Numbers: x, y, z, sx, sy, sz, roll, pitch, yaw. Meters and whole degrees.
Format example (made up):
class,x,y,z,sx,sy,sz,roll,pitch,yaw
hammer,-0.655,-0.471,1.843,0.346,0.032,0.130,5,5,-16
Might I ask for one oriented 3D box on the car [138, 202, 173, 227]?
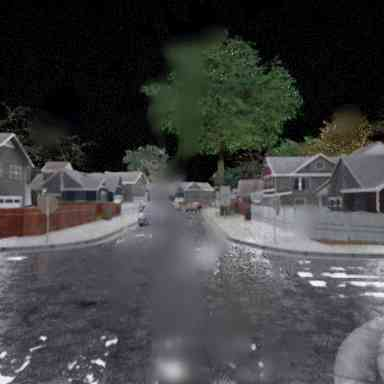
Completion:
class,x,y,z,sx,sy,sz,roll,pitch,yaw
car,-2.866,1.736,25.884,2.097,1.767,4.553,0,-1,0

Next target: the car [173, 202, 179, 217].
class,x,y,z,sx,sy,sz,roll,pitch,yaw
car,-2.869,2.165,40.079,1.837,1.490,4.892,0,-1,0

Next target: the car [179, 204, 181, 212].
class,x,y,z,sx,sy,sz,roll,pitch,yaw
car,-2.762,2.421,53.050,1.837,1.490,4.892,0,-2,2

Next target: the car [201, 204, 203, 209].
class,x,y,z,sx,sy,sz,roll,pitch,yaw
car,0.865,2.630,63.902,1.882,1.535,5.008,0,-2,12

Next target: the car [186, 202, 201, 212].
class,x,y,z,sx,sy,sz,roll,pitch,yaw
car,-0.031,2.466,53.306,2.033,1.411,5.357,0,-1,1
